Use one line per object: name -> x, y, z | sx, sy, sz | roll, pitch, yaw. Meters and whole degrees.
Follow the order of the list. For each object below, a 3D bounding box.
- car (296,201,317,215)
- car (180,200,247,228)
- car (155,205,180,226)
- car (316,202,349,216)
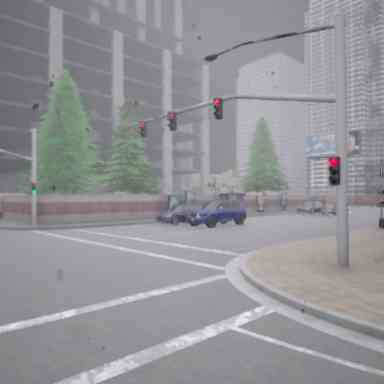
car -> 15.558, 2.040, 43.718 | 4.553, 1.767, 2.097 | 1, -1, -42
car -> 2.073, 1.695, 26.702 | 5.566, 2.045, 2.150 | -1, 0, -42
car -> -0.956, 1.880, 28.670 | 4.553, 1.767, 2.097 | 1, -1, -42
car -> 17.578, 2.156, 40.814 | 4.674, 1.442, 1.812 | 1, -1, -42
